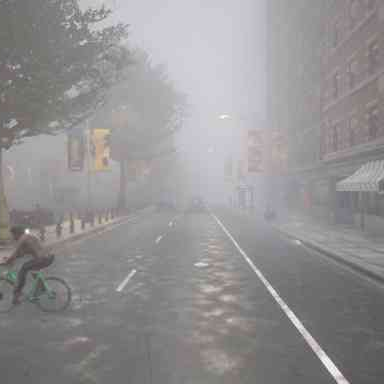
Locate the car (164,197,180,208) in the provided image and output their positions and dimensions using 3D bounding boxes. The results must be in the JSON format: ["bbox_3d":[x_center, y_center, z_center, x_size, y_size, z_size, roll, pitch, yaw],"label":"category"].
[{"bbox_3d":[-2.953,1.547,49.672,2.033,1.411,5.357,0,0,1],"label":"car"}]

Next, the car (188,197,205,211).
[{"bbox_3d":[0.532,1.601,39.787,1.895,1.301,4.718,0,0,1],"label":"car"}]

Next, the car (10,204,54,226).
[{"bbox_3d":[-11.254,1.561,23.233,1.812,1.442,4.674,0,0,1],"label":"car"}]

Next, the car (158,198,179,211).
[{"bbox_3d":[-2.977,1.478,39.862,1.882,1.535,5.008,0,0,1],"label":"car"}]

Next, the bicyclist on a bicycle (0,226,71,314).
[{"bbox_3d":[-3.057,1.453,6.140,1.656,1.620,0.582,0,0,1],"label":"bicyclist on a bicycle"}]
